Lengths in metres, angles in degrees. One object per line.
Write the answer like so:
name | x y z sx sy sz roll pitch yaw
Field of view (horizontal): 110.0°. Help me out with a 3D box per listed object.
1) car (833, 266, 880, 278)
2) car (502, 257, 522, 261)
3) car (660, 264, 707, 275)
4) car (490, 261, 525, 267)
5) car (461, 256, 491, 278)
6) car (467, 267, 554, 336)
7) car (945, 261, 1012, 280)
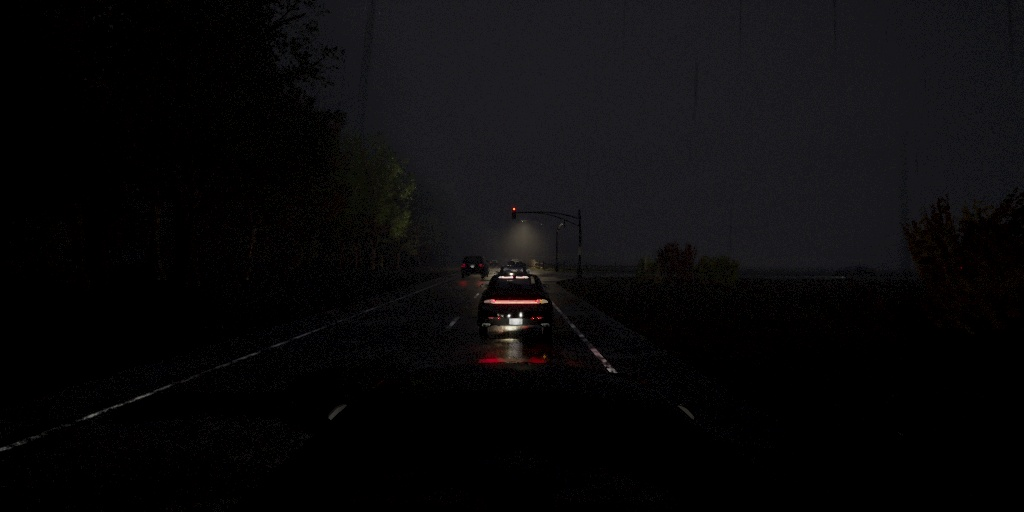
car | 40.616 1.815 42.322 4.181 1.385 1.994 1 -1 0
car | 0.513 1.247 52.340 2.128 1.511 4.902 0 0 -15
car | 20.202 1.576 42.381 5.357 1.411 2.033 1 -1 0
car | 0.066 1.246 19.792 2.128 1.511 4.902 0 0 0
car | -3.470 0.980 33.998 2.150 2.045 5.566 0 0 0
car | 0.084 1.244 10.394 2.128 1.511 4.902 0 0 0
car | 50.197 1.517 38.704 5.566 2.045 2.150 1 -1 1
